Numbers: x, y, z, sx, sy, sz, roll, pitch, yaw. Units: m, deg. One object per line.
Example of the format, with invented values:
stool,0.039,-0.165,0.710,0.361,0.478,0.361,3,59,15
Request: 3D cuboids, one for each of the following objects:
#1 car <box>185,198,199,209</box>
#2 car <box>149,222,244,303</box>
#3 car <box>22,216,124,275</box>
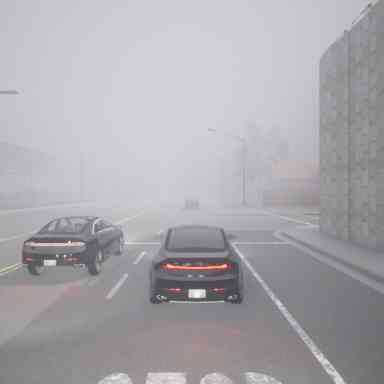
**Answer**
car,-0.004,1.492,44.158,2.128,1.511,4.902,0,0,0
car,0.082,1.505,8.161,1.837,1.490,4.892,0,0,0
car,-3.424,1.492,10.431,2.128,1.511,4.902,0,0,0
